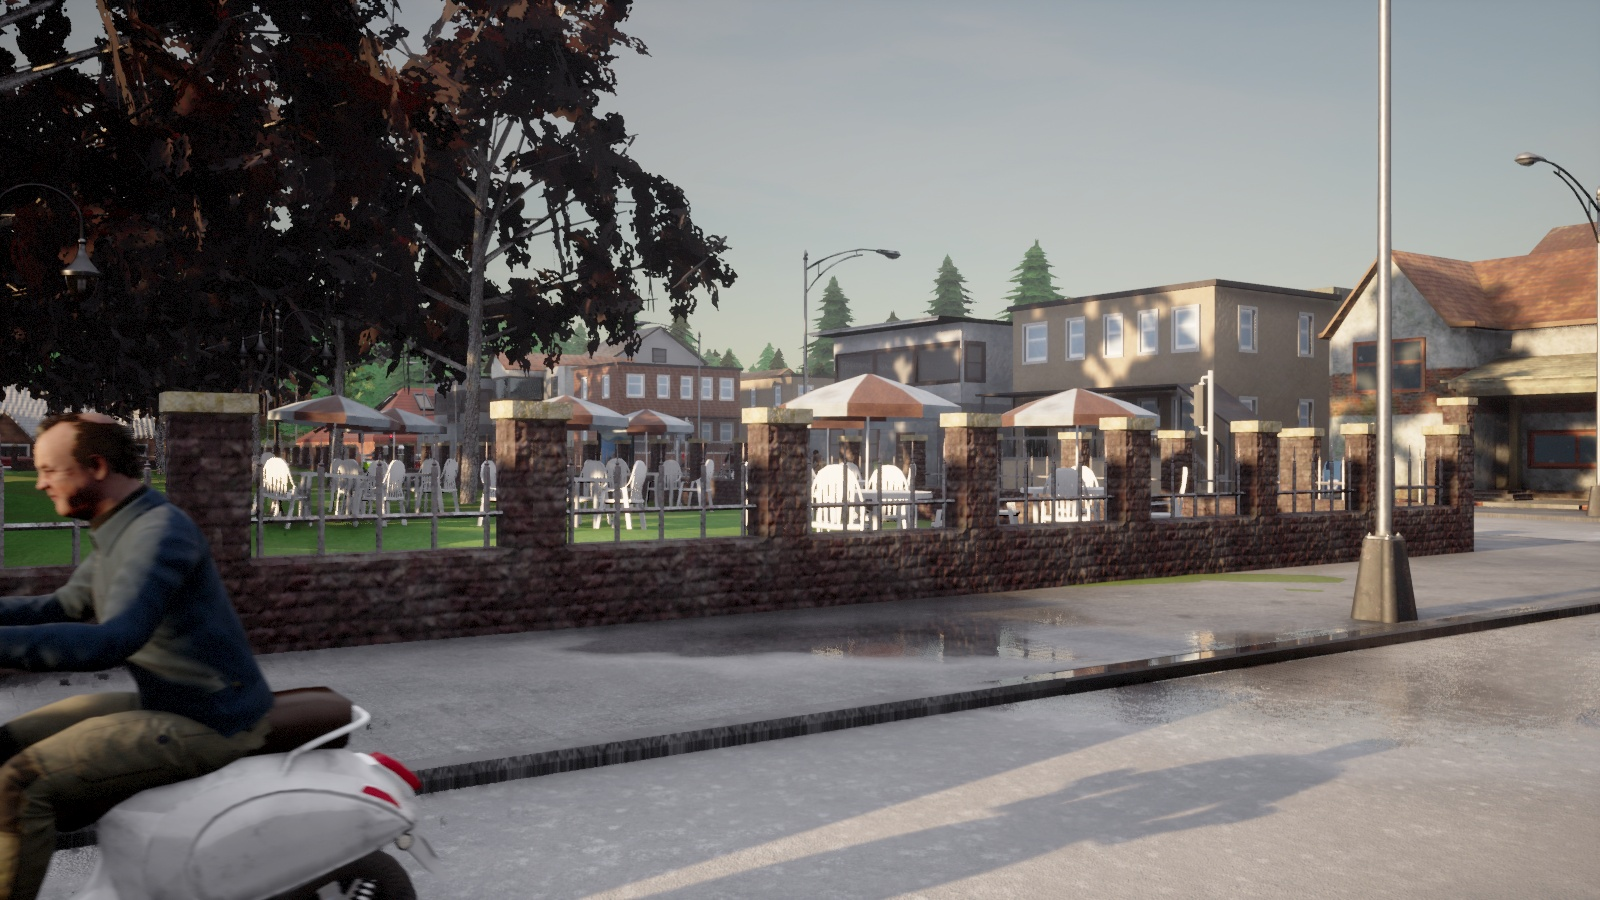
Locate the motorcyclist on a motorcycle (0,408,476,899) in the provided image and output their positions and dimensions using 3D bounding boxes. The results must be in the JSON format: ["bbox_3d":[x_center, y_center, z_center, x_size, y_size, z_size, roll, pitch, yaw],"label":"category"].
[{"bbox_3d":[-1.812,0.709,3.008,1.817,1.590,0.866,0,0,-35],"label":"motorcyclist on a motorcycle"}]

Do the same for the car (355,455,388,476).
[{"bbox_3d":[-28.638,1.065,83.875,1.481,1.376,2.207,0,-1,-36],"label":"car"}]

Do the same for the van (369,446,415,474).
[{"bbox_3d":[-30.423,0.761,93.524,2.069,2.038,4.480,0,0,-35],"label":"van"}]
